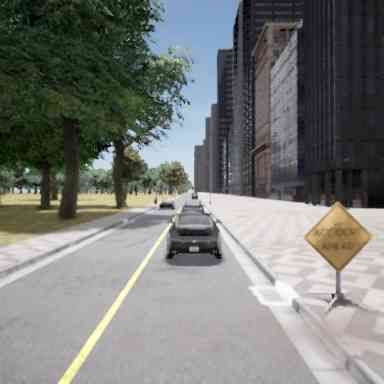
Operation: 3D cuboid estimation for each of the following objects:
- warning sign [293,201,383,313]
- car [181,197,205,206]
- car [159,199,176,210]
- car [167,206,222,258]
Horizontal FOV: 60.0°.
[{"bbox_3d":[2.704,1.111,6.173,1.300,1.860,1.060,-1,-1,0],"label":"warning sign"},{"bbox_3d":[0.076,1.472,28.360,2.128,1.511,4.902,0,0,0],"label":"car"},{"bbox_3d":[-3.106,1.575,42.241,1.895,1.301,4.718,0,0,0],"label":"car"},{"bbox_3d":[0.078,1.496,12.681,1.837,1.490,4.892,0,0,0],"label":"car"}]
